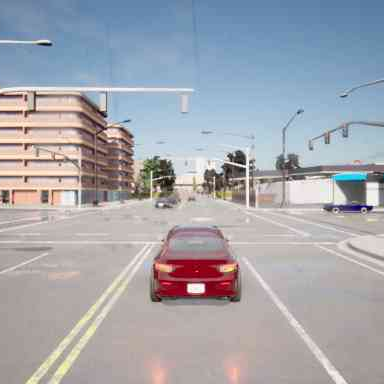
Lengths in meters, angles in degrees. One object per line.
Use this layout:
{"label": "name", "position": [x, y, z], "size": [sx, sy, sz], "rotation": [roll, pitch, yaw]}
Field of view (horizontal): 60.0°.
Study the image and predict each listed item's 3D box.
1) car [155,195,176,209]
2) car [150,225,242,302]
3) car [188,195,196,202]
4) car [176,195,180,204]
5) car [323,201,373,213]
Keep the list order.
{"label": "car", "position": [-3.804, 1.489, 44.613], "size": [2.128, 1.511, 4.902], "rotation": [0, 0, 3]}
{"label": "car", "position": [0.078, 1.526, 8.149], "size": [1.812, 1.442, 4.674], "rotation": [0, 0, 0]}
{"label": "car", "position": [-0.040, 1.540, 79.813], "size": [2.033, 1.411, 5.357], "rotation": [0, 0, 0]}
{"label": "car", "position": [-3.609, 1.505, 58.868], "size": [1.837, 1.490, 4.892], "rotation": [0, 0, 0]}
{"label": "car", "position": [16.518, 1.601, 35.454], "size": [4.718, 1.301, 1.895], "rotation": [0, 0, 1]}
